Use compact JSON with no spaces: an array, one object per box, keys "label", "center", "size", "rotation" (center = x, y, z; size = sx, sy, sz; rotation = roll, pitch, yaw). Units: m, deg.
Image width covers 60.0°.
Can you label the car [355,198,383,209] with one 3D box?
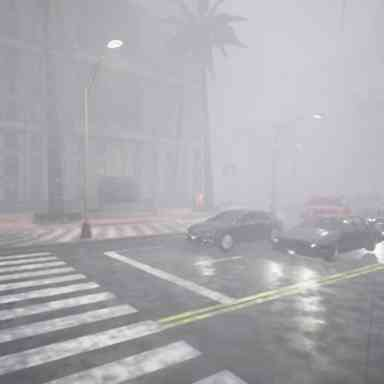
[{"label":"car","center":[16.420,1.530,30.346],"size":[1.812,1.442,4.674],"rotation":[0,0,14]}]

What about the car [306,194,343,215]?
[{"label":"car","center":[13.693,1.228,34.879],"size":[2.150,2.045,5.566],"rotation":[0,0,6]}]

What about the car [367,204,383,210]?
[{"label":"car","center":[11.690,1.604,19.499],"size":[1.895,1.301,4.718],"rotation":[0,0,33]}]

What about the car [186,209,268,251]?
[{"label":"car","center":[1.951,1.506,14.277],"size":[4.892,1.490,1.837],"rotation":[0,0,-38]}]

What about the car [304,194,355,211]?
[{"label":"car","center":[8.777,1.224,21.396],"size":[2.150,2.045,5.566],"rotation":[0,0,33]}]

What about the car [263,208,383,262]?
[{"label":"car","center":[5.257,1.549,12.385],"size":[5.357,1.411,2.033],"rotation":[0,0,-39]}]

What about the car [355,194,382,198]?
[{"label":"car","center":[21.010,1.230,40.579],"size":[2.150,2.045,5.566],"rotation":[0,0,-3]}]
